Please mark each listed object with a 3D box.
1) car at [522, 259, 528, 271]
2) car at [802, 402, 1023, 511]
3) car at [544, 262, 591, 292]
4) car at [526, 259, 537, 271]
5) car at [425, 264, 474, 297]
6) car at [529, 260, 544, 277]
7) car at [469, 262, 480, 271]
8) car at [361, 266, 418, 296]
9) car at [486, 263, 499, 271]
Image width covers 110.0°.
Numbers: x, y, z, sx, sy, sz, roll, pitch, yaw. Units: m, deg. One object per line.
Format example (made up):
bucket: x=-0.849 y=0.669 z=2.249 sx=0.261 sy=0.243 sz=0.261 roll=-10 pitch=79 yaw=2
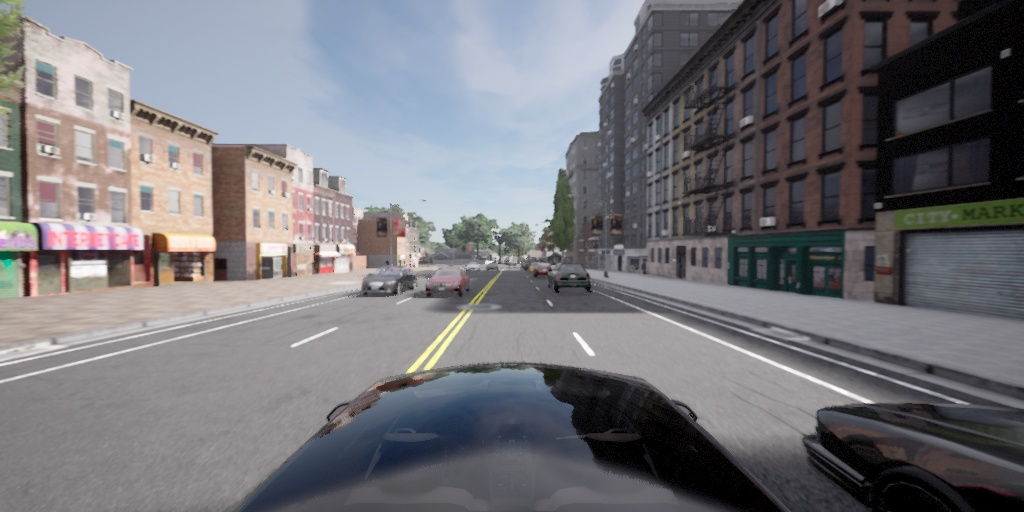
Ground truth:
car: x=3.249 y=1.461 z=59.829 sx=2.150 sy=2.045 sz=5.566 roll=0 pitch=-1 yaw=0
car: x=3.349 y=1.298 z=0.485 sx=2.033 sy=1.411 sz=5.357 roll=0 pitch=0 yaw=0
car: x=3.348 y=1.161 z=21.723 sx=2.097 sy=1.767 sz=4.553 roll=0 pitch=0 yaw=0
car: x=3.249 y=1.553 z=48.979 sx=1.801 sy=1.575 sz=5.366 roll=0 pitch=-1 yaw=0
car: x=-3.349 y=1.320 z=19.385 sx=1.812 sy=1.442 sz=4.674 roll=0 pitch=0 yaw=0
car: x=3.249 y=1.463 z=37.813 sx=2.163 sy=1.488 sz=4.792 roll=0 pitch=-1 yaw=0
car: x=-6.541 y=1.775 z=60.555 sx=1.812 sy=1.442 sz=4.674 roll=0 pitch=-1 yaw=1
car: x=-6.599 y=1.288 z=19.778 sx=2.128 sy=1.511 sz=4.902 roll=0 pitch=0 yaw=0
car: x=-3.295 y=1.808 z=60.193 sx=1.994 sy=1.385 sz=4.181 roll=0 pitch=-1 yaw=1
